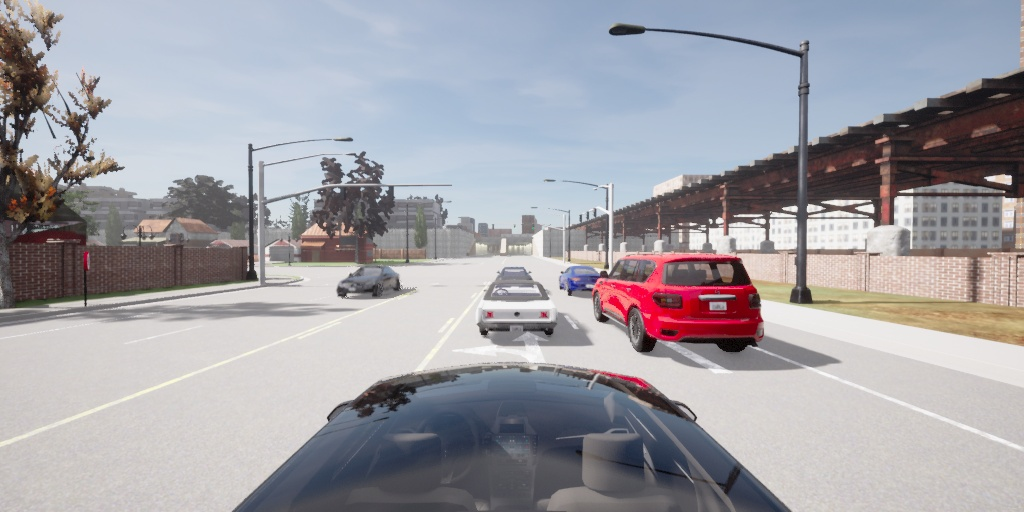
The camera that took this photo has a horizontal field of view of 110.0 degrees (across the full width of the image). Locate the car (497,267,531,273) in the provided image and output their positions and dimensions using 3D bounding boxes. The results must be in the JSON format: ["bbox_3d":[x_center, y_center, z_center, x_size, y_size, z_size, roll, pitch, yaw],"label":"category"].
[{"bbox_3d":[0.113,1.255,19.365,1.994,1.385,4.181,0,0,0],"label":"car"}]

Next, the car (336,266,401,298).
[{"bbox_3d":[-7.034,1.220,18.151,1.812,1.442,4.674,0,0,1],"label":"car"}]

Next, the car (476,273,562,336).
[{"bbox_3d":[0.106,1.336,10.316,1.895,1.301,4.718,0,0,0],"label":"car"}]

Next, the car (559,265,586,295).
[{"bbox_3d":[3.615,1.221,19.049,1.812,1.442,4.674,0,1,0],"label":"car"}]

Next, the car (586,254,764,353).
[{"bbox_3d":[3.607,0.962,8.984,2.150,2.045,5.566,0,0,0],"label":"car"}]
